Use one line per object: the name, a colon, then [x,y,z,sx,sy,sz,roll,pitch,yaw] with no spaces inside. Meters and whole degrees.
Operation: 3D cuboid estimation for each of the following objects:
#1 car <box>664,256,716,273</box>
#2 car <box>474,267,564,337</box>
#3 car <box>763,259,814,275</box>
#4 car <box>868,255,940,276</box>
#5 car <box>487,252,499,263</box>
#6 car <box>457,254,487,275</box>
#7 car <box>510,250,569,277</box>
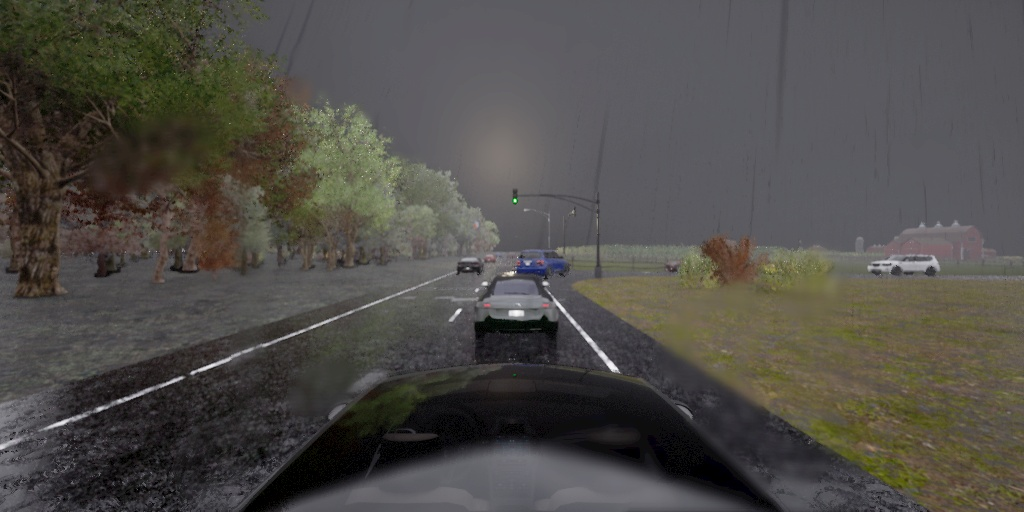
car: [17.596,0.800,35.568,4.553,1.767,2.097,1,0,1]
car: [0.091,1.184,9.809,1.994,1.385,4.181,0,1,0]
car: [27.673,1.036,35.497,5.008,1.535,1.882,1,0,0]
car: [38.695,0.901,35.461,5.566,2.045,2.150,1,0,0]
car: [-3.495,0.393,56.296,1.812,1.442,4.674,0,1,0]
car: [-3.442,0.768,30.317,1.882,1.535,5.008,0,1,0]
car: [2.350,0.580,26.206,2.150,2.045,5.566,-1,1,29]
